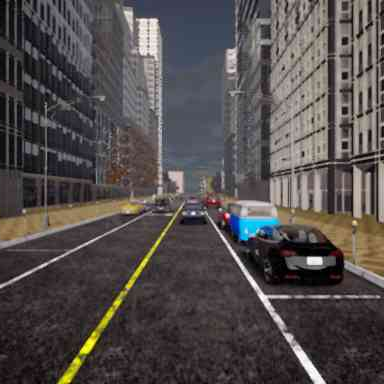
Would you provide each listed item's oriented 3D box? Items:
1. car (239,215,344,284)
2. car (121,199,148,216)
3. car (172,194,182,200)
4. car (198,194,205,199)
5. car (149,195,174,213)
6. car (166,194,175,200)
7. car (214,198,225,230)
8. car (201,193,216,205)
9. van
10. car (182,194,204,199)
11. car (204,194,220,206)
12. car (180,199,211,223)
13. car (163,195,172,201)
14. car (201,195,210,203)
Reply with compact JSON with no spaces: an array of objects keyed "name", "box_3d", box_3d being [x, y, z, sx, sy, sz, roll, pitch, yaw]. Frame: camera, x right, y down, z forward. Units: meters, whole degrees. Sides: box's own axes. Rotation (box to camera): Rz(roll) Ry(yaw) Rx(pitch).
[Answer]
[{"name":"car","box_3d":[2.690,1.545,9.375,1.947,1.339,4.313,0,0,0]},{"name":"car","box_3d":[-5.698,1.444,31.981,1.752,1.417,4.829,0,0,0]},{"name":"car","box_3d":[-3.025,1.231,77.118,1.895,1.301,4.718,0,0,0]},{"name":"car","box_3d":[2.662,1.269,94.758,1.947,1.339,4.313,0,0,0]},{"name":"car","box_3d":[-3.108,1.414,35.329,1.837,1.490,4.892,0,0,0]},{"name":"car","box_3d":[-5.717,1.275,89.075,2.008,1.369,4.403,0,0,0]},{"name":"car","box_3d":[2.686,1.391,20.759,1.967,1.590,4.097,0,0,0]},{"name":"car","box_3d":[2.676,1.163,54.912,2.192,1.841,5.009,0,0,0]},{"name":"van","box_3d":[2.688,1.306,15.068,1.690,1.788,3.998,0,0,0]},{"name":"car","box_3d":[0.086,1.317,42.291,2.033,1.649,4.856,0,0,0]},{"name":"car","box_3d":[2.680,1.199,43.528,2.192,1.841,5.009,0,0,0]},{"name":"car","box_3d":[0.093,1.487,24.806,2.033,1.411,5.357,0,0,0]},{"name":"car","box_3d":[-5.713,1.349,77.690,1.802,1.307,4.206,0,0,0]},{"name":"car","box_3d":[2.671,1.334,66.466,1.752,1.417,4.829,0,0,0]}]
